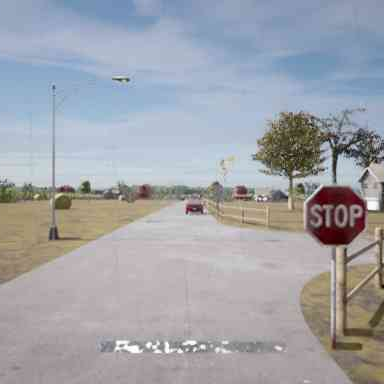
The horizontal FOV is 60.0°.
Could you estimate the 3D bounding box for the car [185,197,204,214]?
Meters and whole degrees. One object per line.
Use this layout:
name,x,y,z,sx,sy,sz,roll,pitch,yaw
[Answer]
car,0.278,1.628,37.425,1.882,1.535,5.008,0,0,0
